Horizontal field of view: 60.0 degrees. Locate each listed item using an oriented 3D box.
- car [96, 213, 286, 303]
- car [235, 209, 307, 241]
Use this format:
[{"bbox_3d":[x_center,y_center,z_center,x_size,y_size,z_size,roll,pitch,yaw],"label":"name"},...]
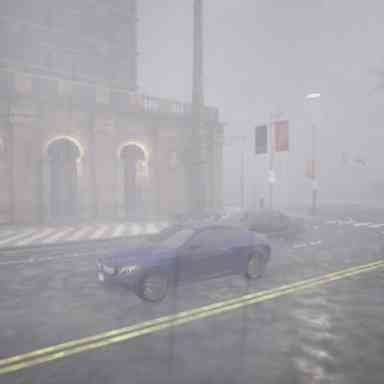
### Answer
[{"bbox_3d":[0.013,1.486,8.254,4.674,1.442,1.812,-1,0,-35],"label":"car"},{"bbox_3d":[2.740,1.457,14.453,5.357,1.411,2.033,-1,0,-35],"label":"car"}]
